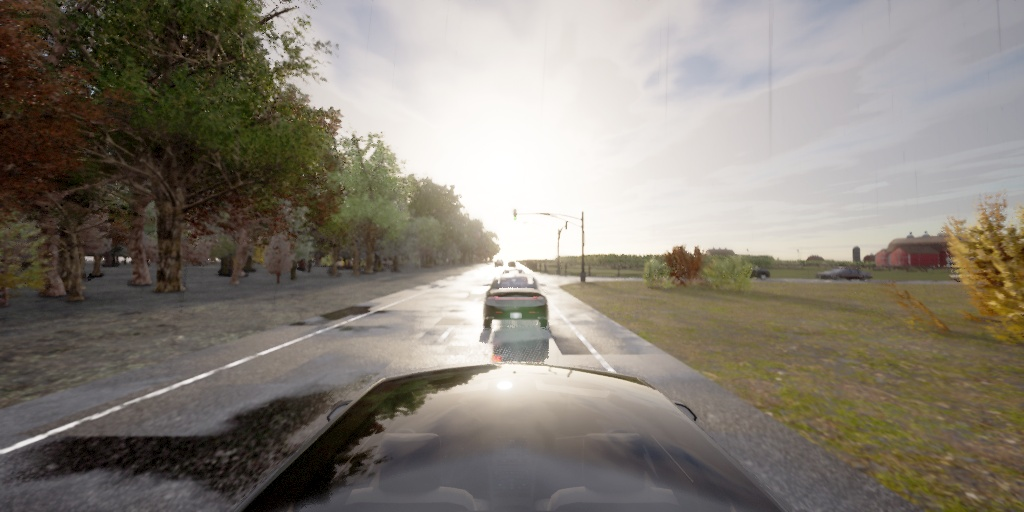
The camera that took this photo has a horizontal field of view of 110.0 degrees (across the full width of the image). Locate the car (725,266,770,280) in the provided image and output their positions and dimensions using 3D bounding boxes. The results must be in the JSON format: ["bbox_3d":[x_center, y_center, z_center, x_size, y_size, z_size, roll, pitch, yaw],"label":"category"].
[{"bbox_3d":[26.719,1.914,41.079,5.008,1.535,1.882,1,-1,0],"label":"car"}]

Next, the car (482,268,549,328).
[{"bbox_3d":[0.103,1.330,11.660,2.128,1.511,4.902,0,0,0],"label":"car"}]

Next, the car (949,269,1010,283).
[{"bbox_3d":[48.920,2.188,37.349,4.718,1.301,1.895,1,-1,1],"label":"car"}]

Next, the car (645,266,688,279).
[{"bbox_3d":[17.749,1.692,41.166,4.553,1.767,2.097,1,-1,1],"label":"car"}]

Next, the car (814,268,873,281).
[{"bbox_3d":[37.927,2.106,41.019,5.357,1.411,2.033,1,-1,0],"label":"car"}]

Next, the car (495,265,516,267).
[{"bbox_3d":[0.108,1.490,23.596,2.033,1.411,5.357,0,-1,0],"label":"car"}]
